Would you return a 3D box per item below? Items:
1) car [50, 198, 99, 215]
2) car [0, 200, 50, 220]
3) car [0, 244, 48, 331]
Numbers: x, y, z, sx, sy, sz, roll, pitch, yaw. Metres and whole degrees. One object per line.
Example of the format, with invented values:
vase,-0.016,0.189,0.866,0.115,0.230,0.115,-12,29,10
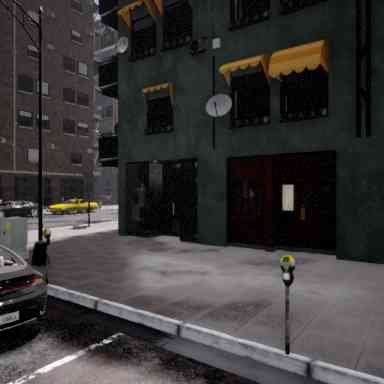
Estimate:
car,-10.845,1.249,30.412,1.752,1.417,4.829,1,1,35
car,-13.932,1.350,25.986,2.008,1.369,4.403,1,1,35
car,-4.360,1.551,5.980,4.403,1.369,2.008,0,0,35
